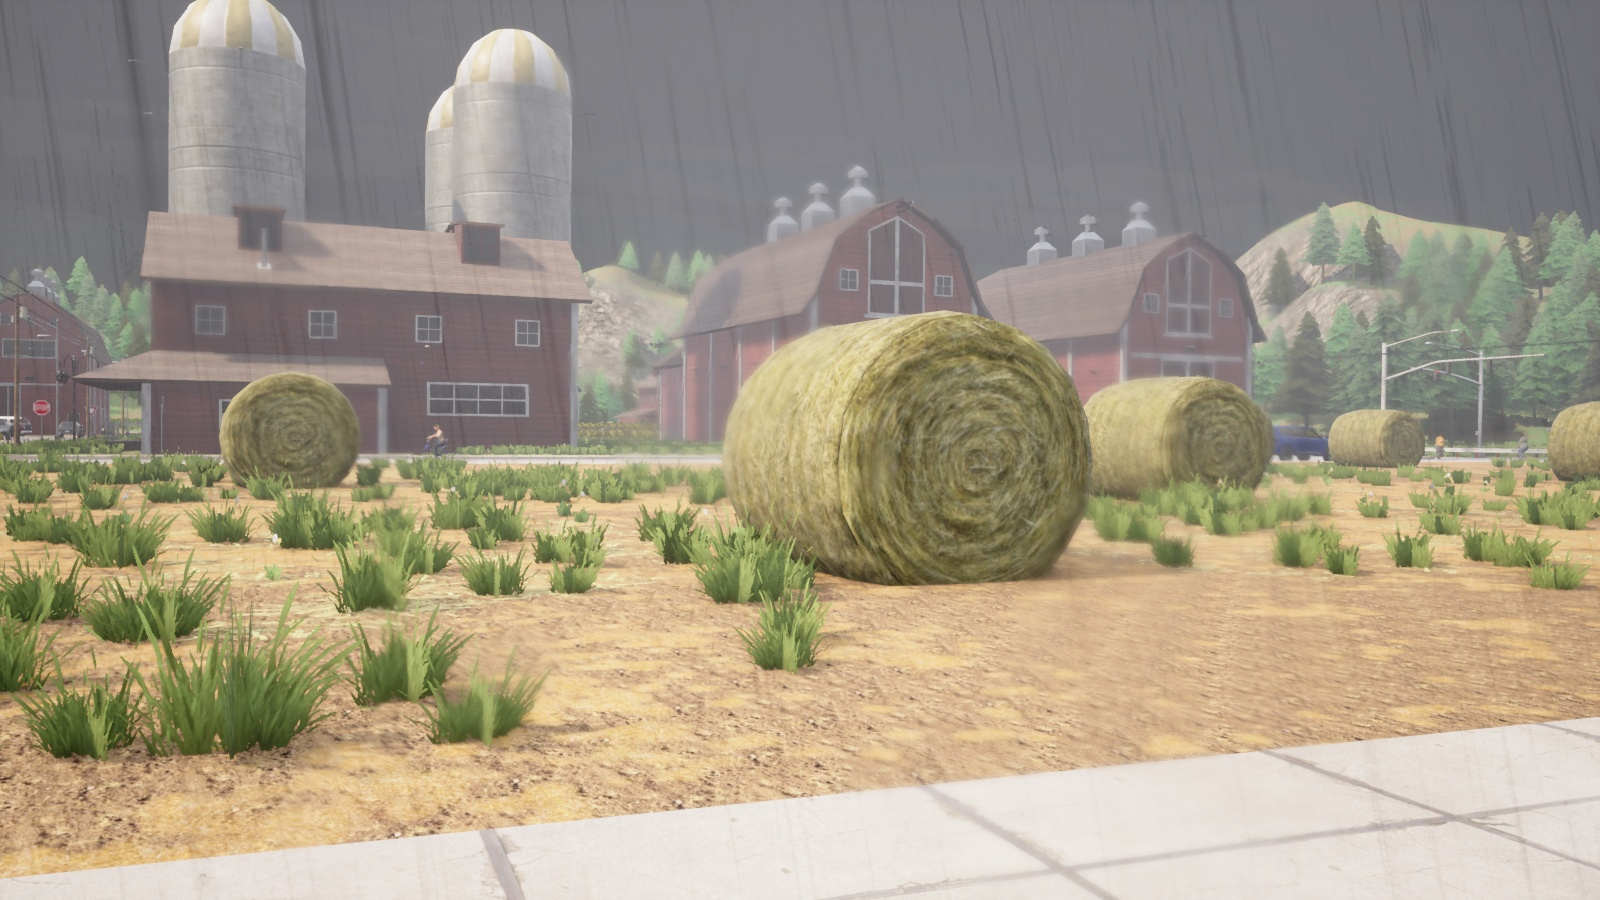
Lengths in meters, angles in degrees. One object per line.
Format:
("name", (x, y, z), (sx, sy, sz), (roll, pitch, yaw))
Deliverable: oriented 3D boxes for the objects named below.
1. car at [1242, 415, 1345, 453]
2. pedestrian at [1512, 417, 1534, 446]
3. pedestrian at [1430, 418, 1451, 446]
("car", (27.739, -0.922, 70.534), (5.566, 2.045, 2.150), (-1, 1, -25))
("pedestrian", (45.965, -1.187, 79.830), (0.874, 1.855, 0.900), (-1, 1, -29))
("pedestrian", (41.623, -1.170, 81.639), (0.874, 1.855, 0.900), (-1, 1, -28))
